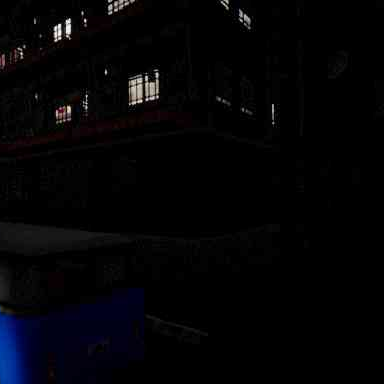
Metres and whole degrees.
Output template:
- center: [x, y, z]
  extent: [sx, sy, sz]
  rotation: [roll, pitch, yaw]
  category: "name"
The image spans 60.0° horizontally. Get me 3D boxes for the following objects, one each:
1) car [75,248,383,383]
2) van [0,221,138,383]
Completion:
- center: [2.045, 1.315, 1.237]
  extent: [5.009, 1.841, 2.192]
  rotation: [0, -1, 36]
  category: "car"
- center: [-2.444, 1.343, 4.468]
  extent: [3.998, 1.788, 1.690]
  rotation: [0, -1, 36]
  category: "van"
